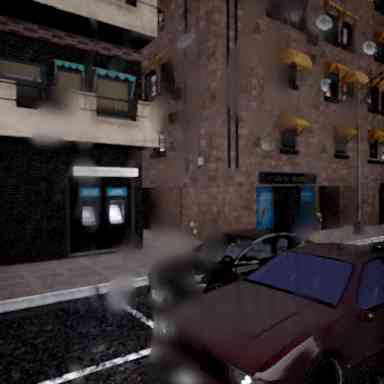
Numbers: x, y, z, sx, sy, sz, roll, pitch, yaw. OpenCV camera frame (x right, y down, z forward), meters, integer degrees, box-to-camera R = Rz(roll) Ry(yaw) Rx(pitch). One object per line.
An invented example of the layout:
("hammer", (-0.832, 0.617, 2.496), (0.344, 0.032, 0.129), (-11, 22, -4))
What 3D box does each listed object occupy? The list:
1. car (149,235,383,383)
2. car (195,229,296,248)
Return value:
("car", (2.129, 1.525, 4.897), (5.357, 1.411, 2.033), (0, 0, -35))
("car", (1.146, 1.541, 7.384), (4.313, 1.339, 1.947), (0, 0, -36))
